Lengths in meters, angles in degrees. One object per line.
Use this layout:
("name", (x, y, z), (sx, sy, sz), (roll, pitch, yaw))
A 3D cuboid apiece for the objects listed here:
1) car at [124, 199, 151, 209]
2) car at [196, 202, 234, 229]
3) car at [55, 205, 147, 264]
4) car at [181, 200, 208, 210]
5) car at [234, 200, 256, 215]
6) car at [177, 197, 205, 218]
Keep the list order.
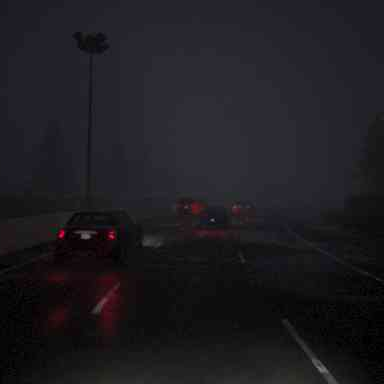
("car", (-8.306, 1.816, 51.006), (1.812, 1.442, 4.674), (1, 0, 24))
("car", (1.802, 1.729, 24.277), (1.882, 1.535, 5.008), (1, 0, 10))
("car", (-3.152, 1.400, 12.307), (2.097, 1.767, 4.553), (1, -1, 3))
("car", (0.454, 2.030, 53.258), (2.033, 1.411, 5.357), (1, -1, 27))
("car", (6.372, 1.836, 40.215), (2.097, 1.767, 4.553), (1, 0, 20))
("car", (0.187, 1.517, 32.835), (2.150, 2.045, 5.566), (1, -1, 15))
